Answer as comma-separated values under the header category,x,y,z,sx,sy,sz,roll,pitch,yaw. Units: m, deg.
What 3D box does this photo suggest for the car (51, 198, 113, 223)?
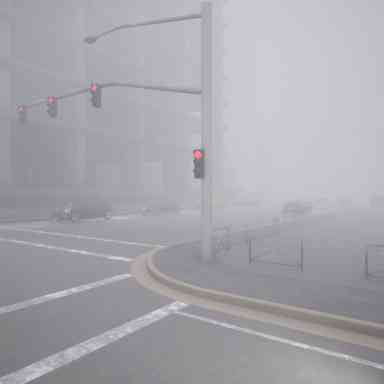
category,x,y,z,sx,sy,sz,roll,pitch,yaw
car,-8.317,1.297,25.406,2.097,1.767,4.553,0,0,36

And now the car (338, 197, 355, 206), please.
category,x,y,z,sx,sy,sz,roll,pitch,yaw
car,25.078,1.508,54.023,1.994,1.385,4.181,0,0,35

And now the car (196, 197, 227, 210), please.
category,x,y,z,sx,sy,sz,roll,pitch,yaw
car,2.401,1.422,40.515,1.882,1.535,5.008,0,0,36

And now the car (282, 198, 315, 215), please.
category,x,y,z,sx,sy,sz,roll,pitch,yaw
car,10.607,1.508,33.599,1.994,1.385,4.181,0,0,35

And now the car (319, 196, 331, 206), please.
category,x,y,z,sx,sy,sz,roll,pitch,yaw
car,21.864,1.422,55.539,1.882,1.535,5.008,0,0,35

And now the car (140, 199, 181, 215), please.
category,x,y,z,sx,sy,sz,roll,pitch,yaw
car,-3.052,1.436,32.829,2.128,1.511,4.902,0,0,35

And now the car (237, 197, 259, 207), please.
category,x,y,z,sx,sy,sz,roll,pitch,yaw
car,8.264,1.470,48.729,1.812,1.442,4.674,0,0,36

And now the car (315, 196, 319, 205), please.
category,x,y,z,sx,sy,sz,roll,pitch,yaw
car,16.116,1.509,47.425,1.994,1.385,4.181,0,0,35
